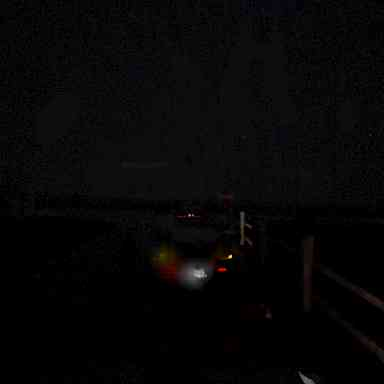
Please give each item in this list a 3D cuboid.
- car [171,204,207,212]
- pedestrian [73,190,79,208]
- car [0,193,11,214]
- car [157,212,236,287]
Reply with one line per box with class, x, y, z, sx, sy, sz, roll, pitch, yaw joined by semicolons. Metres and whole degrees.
car;-0.127;1.445;19.577;1.837;1.490;4.892;0;0;-3
pedestrian;-12.034;0.697;34.449;0.375;1.860;0.375;0;1;0
car;-16.615;0.835;28.513;4.553;1.767;2.097;2;3;0
car;0.101;1.497;9.114;1.812;1.442;4.674;0;0;0
